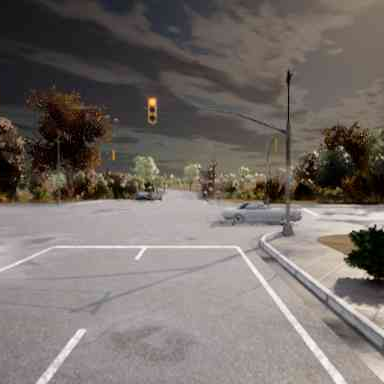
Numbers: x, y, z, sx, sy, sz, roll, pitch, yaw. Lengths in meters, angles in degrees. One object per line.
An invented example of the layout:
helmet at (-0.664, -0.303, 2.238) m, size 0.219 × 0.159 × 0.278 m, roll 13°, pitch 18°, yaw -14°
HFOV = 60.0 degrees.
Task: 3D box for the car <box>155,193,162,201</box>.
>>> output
car at (-7.121, 1.068, 67.860) m, size 1.837 × 1.490 × 4.892 m, roll 0°, pitch -1°, yaw 0°

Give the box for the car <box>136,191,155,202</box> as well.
car at (-7.180, 0.655, 49.832) m, size 1.882 × 1.535 × 5.008 m, roll 0°, pitch 0°, yaw 0°

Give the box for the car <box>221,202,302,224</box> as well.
car at (4.199, 1.253, 20.358) m, size 4.718 × 1.301 × 1.895 m, roll 0°, pitch 1°, yaw 8°
